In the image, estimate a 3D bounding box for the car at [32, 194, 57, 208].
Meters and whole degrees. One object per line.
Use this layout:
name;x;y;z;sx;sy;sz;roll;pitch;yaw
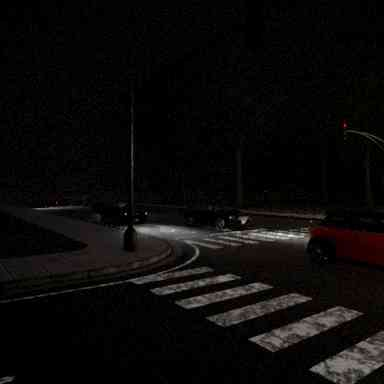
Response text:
car;-20.506;1.395;45.446;2.033;1.411;5.357;0;0;-35

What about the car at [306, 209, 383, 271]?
car;5.610;1.341;9.311;2.097;1.767;4.553;0;0;-36

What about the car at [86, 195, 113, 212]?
car;-9.172;1.358;35.265;1.882;1.535;5.008;0;0;-36

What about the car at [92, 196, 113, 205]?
car;-14.496;1.350;53.876;1.812;1.442;4.674;0;0;-35

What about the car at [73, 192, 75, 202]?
car;-21.367;1.039;57.771;2.150;2.045;5.566;0;0;-36

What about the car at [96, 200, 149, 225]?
car;-4.947;1.526;23.900;1.895;1.301;4.718;0;0;-36

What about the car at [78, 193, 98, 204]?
car;-18.701;1.164;59.632;2.097;1.767;4.553;0;0;-36

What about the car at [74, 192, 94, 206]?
car;-15.556;1.187;49.849;2.097;1.767;4.553;0;0;-35

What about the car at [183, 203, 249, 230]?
car;1.412;1.433;20.837;2.128;1.511;4.902;0;0;-38

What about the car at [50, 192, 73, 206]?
car;-20.536;1.134;51.092;2.150;2.045;5.566;0;0;-36
